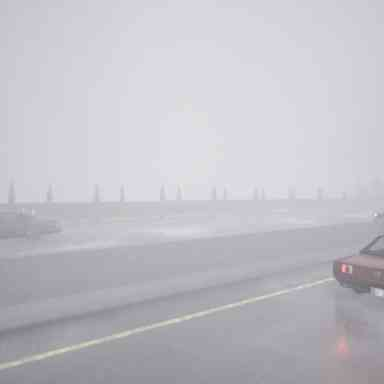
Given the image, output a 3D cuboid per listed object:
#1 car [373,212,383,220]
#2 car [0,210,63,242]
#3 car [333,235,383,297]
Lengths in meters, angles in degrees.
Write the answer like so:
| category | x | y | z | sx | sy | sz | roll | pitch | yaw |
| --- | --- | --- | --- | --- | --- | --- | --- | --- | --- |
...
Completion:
| category | x | y | z | sx | sy | sz | roll | pitch | yaw |
| --- | --- | --- | --- | --- | --- | --- | --- | --- | --- |
| car | 14.436 | 1.614 | 22.883 | 4.718 | 1.301 | 1.895 | 0 | 0 | -35 |
| car | -8.748 | 1.547 | 14.949 | 5.357 | 1.411 | 2.033 | 0 | 0 | -35 |
| car | 5.337 | 1.602 | 7.553 | 4.718 | 1.301 | 1.895 | 0 | 0 | -35 |
